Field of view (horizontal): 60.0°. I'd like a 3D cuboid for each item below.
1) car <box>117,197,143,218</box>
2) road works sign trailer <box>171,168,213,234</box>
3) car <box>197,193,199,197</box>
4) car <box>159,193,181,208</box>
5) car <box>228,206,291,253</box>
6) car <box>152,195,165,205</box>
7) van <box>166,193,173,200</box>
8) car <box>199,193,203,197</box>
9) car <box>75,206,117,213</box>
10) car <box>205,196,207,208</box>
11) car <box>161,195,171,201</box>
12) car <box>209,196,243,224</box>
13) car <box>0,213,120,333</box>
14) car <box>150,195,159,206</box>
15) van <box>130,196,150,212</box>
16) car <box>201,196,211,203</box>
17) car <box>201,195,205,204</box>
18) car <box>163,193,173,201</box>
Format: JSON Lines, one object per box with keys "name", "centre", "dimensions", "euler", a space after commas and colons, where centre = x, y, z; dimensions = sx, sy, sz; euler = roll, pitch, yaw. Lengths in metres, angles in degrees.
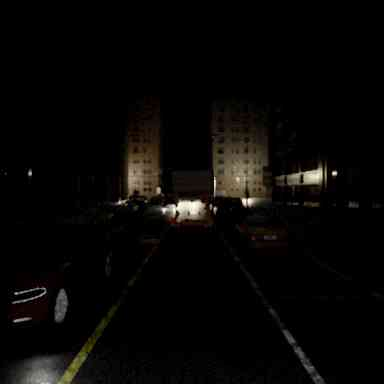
{"name": "car", "centre": [-5.859, 1.484, 30.040], "dimensions": [1.752, 1.417, 4.829], "euler": [0, 0, 0]}
{"name": "road works sign trailer", "centre": [0.001, 0.437, 19.013], "dimensions": [2.380, 3.560, 2.880], "euler": [0, 0, 0]}
{"name": "car", "centre": [2.669, 1.394, 69.666], "dimensions": [1.887, 1.381, 4.507], "euler": [0, 0, 0]}
{"name": "car", "centre": [-3.086, 1.141, 47.602], "dimensions": [2.150, 2.045, 5.566], "euler": [0, 0, 0]}
{"name": "car", "centre": [2.667, 1.505, 13.481], "dimensions": [1.752, 1.417, 4.829], "euler": [0, 0, 1]}
{"name": "car", "centre": [-5.857, 1.326, 58.412], "dimensions": [1.967, 1.590, 4.097], "euler": [0, 0, 0]}
{"name": "van", "centre": [-5.857, 1.133, 86.612], "dimensions": [1.690, 1.788, 3.998], "euler": [0, 0, 0]}
{"name": "car", "centre": [2.669, 1.327, 58.386], "dimensions": [1.967, 1.590, 4.097], "euler": [0, 0, 0]}
{"name": "car", "centre": [-5.866, 1.498, 18.727], "dimensions": [1.752, 1.417, 4.829], "euler": [0, 0, 1]}
{"name": "car", "centre": [2.667, 1.273, 30.189], "dimensions": [2.192, 1.841, 5.009], "euler": [0, 0, 0]}
{"name": "car", "centre": [-5.857, 1.397, 75.331], "dimensions": [1.947, 1.339, 4.313], "euler": [0, 0, 0]}
{"name": "car", "centre": [2.667, 1.282, 24.549], "dimensions": [2.192, 1.841, 5.009], "euler": [0, 0, 0]}
{"name": "car", "centre": [-3.101, 1.464, 7.148], "dimensions": [1.882, 1.535, 5.008], "euler": [0, 0, 0]}
{"name": "car", "centre": [-5.857, 1.486, 52.771], "dimensions": [1.802, 1.307, 4.206], "euler": [0, 0, 0]}
{"name": "van", "centre": [-5.859, 1.289, 35.851], "dimensions": [1.690, 1.788, 3.998], "euler": [0, 0, 0]}
{"name": "car", "centre": [2.669, 1.450, 64.026], "dimensions": [1.802, 1.307, 4.206], "euler": [0, 0, 0]}
{"name": "car", "centre": [2.668, 1.472, 47.108], "dimensions": [2.008, 1.369, 4.403], "euler": [0, 0, 0]}
{"name": "car", "centre": [-5.857, 1.127, 80.970], "dimensions": [2.192, 1.841, 5.009], "euler": [0, 0, 0]}
